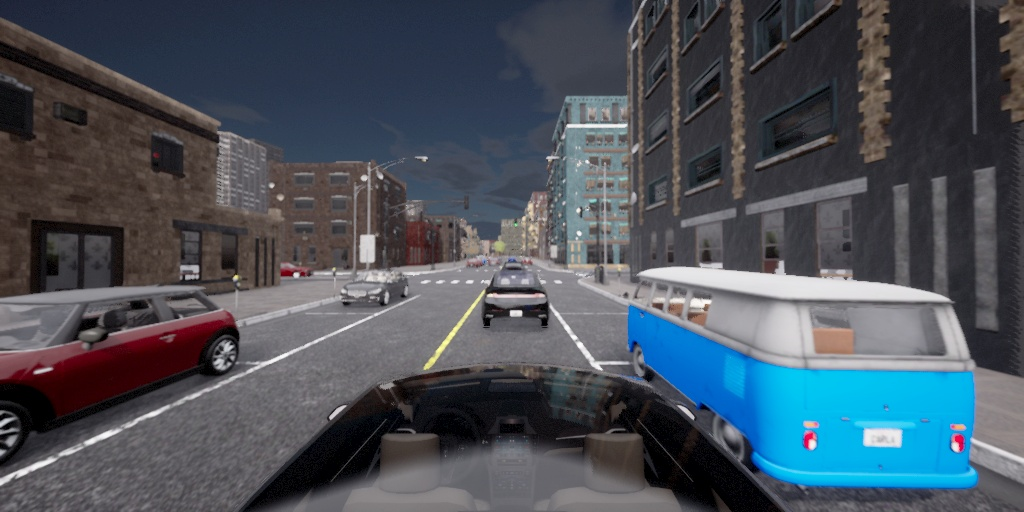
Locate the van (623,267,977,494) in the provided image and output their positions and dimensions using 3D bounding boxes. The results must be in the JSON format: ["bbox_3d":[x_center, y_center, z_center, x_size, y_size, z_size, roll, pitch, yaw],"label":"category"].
[{"bbox_3d":[2.691,1.077,4.466,1.690,1.789,3.998,0,0,0],"label":"van"}]

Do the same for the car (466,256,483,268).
[{"bbox_3d":[-5.760,1.040,53.244,1.888,1.381,4.507,0,0,0],"label":"car"}]

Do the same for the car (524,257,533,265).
[{"bbox_3d":[2.698,0.876,64.673,1.967,1.591,4.097,0,0,0],"label":"car"}]

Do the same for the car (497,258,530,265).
[{"bbox_3d":[0.102,1.134,26.544,1.837,1.490,4.892,0,1,0],"label":"car"}]

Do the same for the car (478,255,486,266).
[{"bbox_3d":[-5.684,1.011,58.926,1.888,1.381,4.507,0,0,0],"label":"car"}]

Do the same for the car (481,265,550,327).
[{"bbox_3d":[0.101,1.195,11.306,2.128,1.511,4.902,0,0,0],"label":"car"}]

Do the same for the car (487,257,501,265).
[{"bbox_3d":[-3.043,0.982,60.780,1.812,1.442,4.674,0,0,1],"label":"car"}]

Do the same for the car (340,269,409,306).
[{"bbox_3d":[-5.689,1.234,15.289,2.007,1.370,4.403,0,0,0],"label":"car"}]

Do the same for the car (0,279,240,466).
[{"bbox_3d":[-5.689,1.177,4.475,1.967,1.591,4.097,0,0,0],"label":"car"}]

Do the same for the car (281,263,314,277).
[{"bbox_3d":[-19.291,1.223,30.538,4.507,1.381,1.888,0,0,1],"label":"car"}]
